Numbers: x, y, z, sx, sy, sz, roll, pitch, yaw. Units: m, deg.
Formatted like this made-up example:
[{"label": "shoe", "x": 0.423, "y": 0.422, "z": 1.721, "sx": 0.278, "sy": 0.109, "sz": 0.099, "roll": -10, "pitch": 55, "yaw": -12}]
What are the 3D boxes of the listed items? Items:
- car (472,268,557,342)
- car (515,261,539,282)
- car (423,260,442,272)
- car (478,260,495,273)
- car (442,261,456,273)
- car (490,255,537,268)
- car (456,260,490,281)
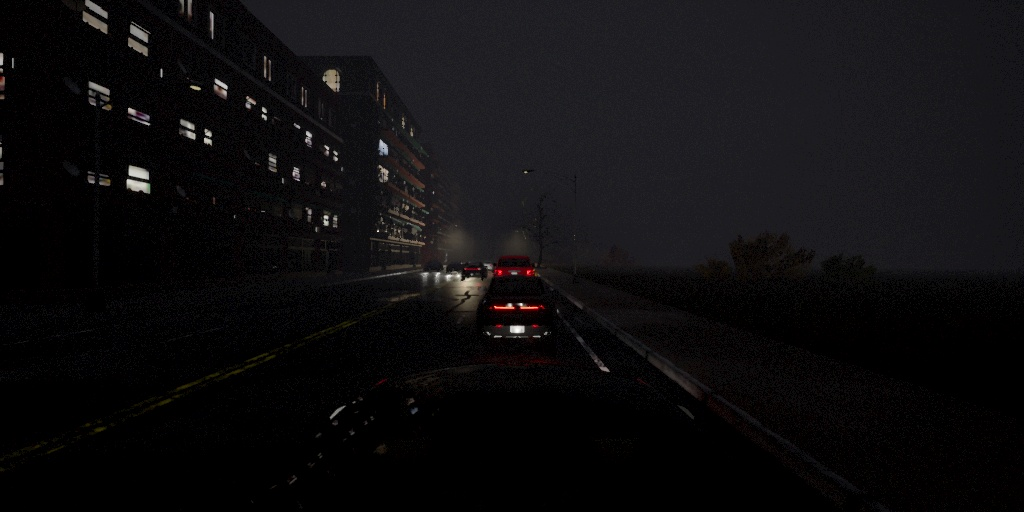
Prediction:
[{"label": "car", "x": 0.108, "y": 1.256, "z": 9.771, "sx": 1.837, "sy": 1.490, "sz": 4.892, "roll": 0, "pitch": 0, "yaw": 0}, {"label": "car", "x": 1.161, "y": 1.209, "z": 30.525, "sx": 1.801, "sy": 1.575, "sz": 5.366, "roll": 0, "pitch": 0, "yaw": 0}, {"label": "car", "x": -9.815, "y": 1.278, "z": 45.183, "sx": 1.812, "sy": 1.442, "sz": 4.674, "roll": 0, "pitch": 0, "yaw": 0}, {"label": "car", "x": -3.119, "y": 1.279, "z": 45.057, "sx": 1.812, "sy": 1.442, "sz": 4.674, "roll": 0, "pitch": 0, "yaw": 0}, {"label": "car", "x": -6.568, "y": 1.317, "z": 42.101, "sx": 1.994, "sy": 1.385, "sz": 4.181, "roll": 0, "pitch": 0, "yaw": 0}, {"label": "car", "x": 0.114, "y": 0.974, "z": 20.118, "sx": 2.150, "sy": 2.045, "sz": 5.566, "roll": 0, "pitch": 0, "yaw": 0}, {"label": "car", "x": -3.127, "y": 1.242, "z": 30.354, "sx": 2.128, "sy": 1.511, "sz": 4.902, "roll": 0, "pitch": 0, "yaw": 0}]
